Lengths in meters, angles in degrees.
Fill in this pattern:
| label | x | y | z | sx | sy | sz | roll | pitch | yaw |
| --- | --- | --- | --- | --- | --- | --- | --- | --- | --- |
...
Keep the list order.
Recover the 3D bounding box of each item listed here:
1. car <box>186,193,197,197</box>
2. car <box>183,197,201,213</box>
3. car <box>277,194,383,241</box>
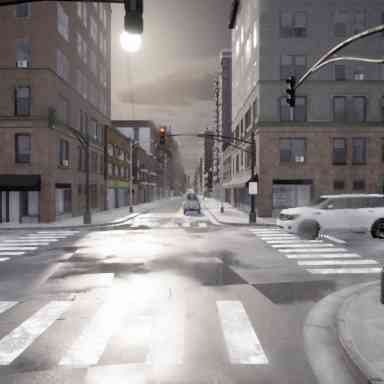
| label | x | y | z | sx | sy | sz | roll | pitch | yaw |
| --- | --- | --- | --- | --- | --- | --- | --- | --- | --- |
| car | -0.025 | 1.289 | 70.208 | 2.150 | 2.045 | 5.566 | 0 | 0 | 0 |
| car | -0.006 | 1.559 | 36.438 | 2.033 | 1.411 | 5.357 | 0 | 0 | 0 |
| car | 6.918 | 1.115 | 15.767 | 5.566 | 2.045 | 2.150 | -1 | 0 | 0 |
